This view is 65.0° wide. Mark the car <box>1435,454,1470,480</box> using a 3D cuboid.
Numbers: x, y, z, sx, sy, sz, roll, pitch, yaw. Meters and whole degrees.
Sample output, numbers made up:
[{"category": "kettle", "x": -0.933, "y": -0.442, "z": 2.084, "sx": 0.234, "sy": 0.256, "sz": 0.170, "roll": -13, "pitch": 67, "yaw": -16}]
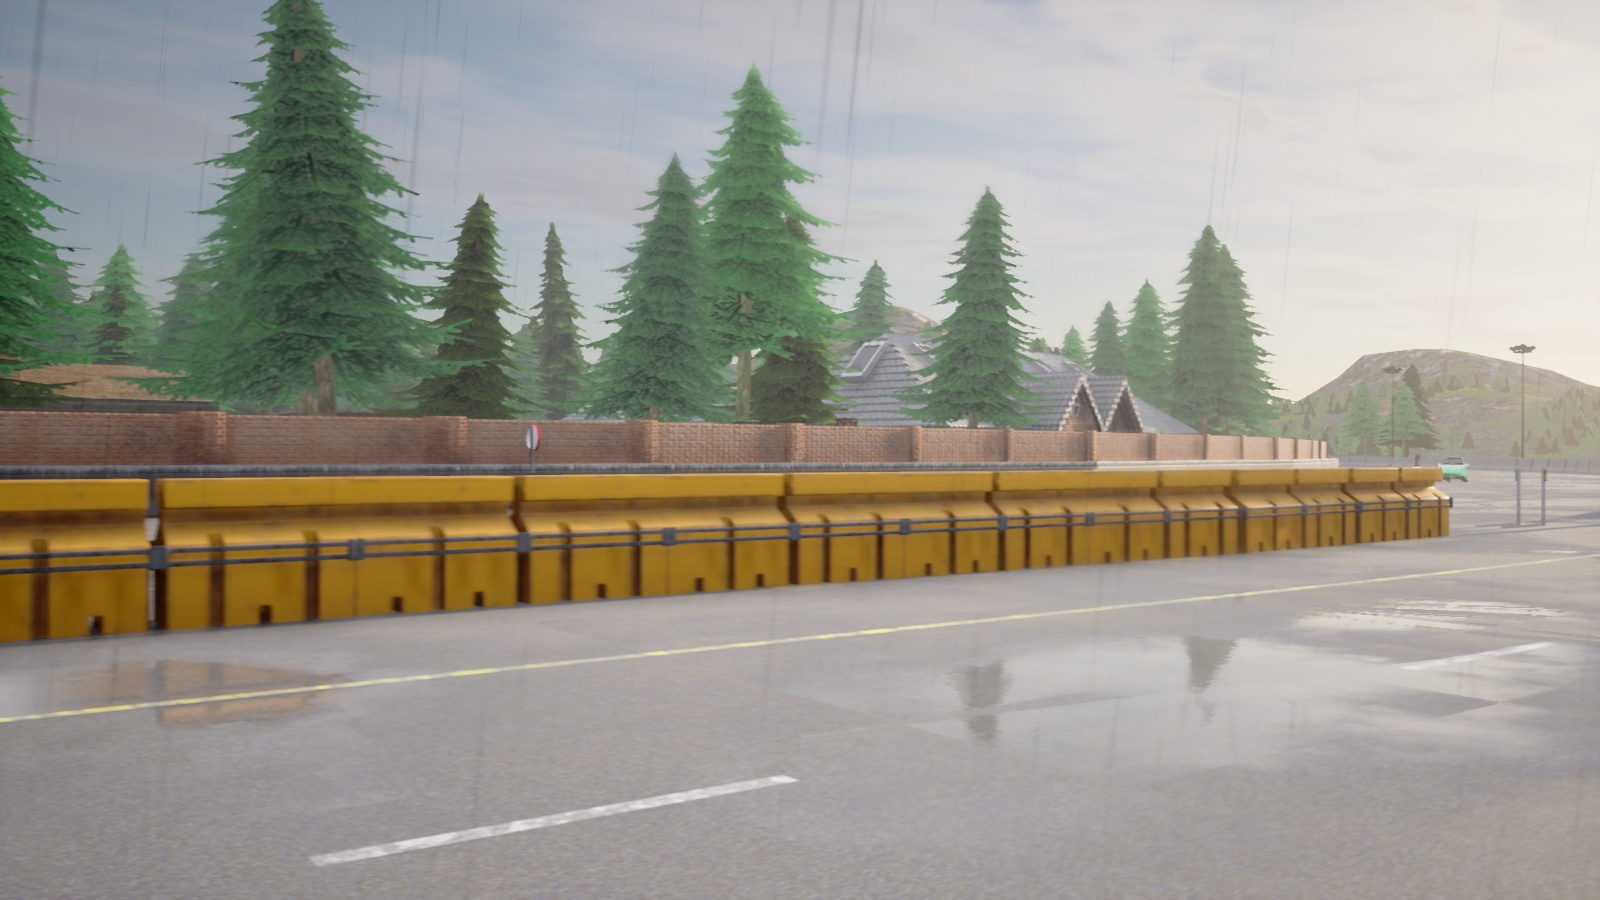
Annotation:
[{"category": "car", "x": 35.219, "y": 0.891, "z": 67.723, "sx": 1.481, "sy": 1.376, "sz": 2.207, "roll": 0, "pitch": 0, "yaw": 33}]
